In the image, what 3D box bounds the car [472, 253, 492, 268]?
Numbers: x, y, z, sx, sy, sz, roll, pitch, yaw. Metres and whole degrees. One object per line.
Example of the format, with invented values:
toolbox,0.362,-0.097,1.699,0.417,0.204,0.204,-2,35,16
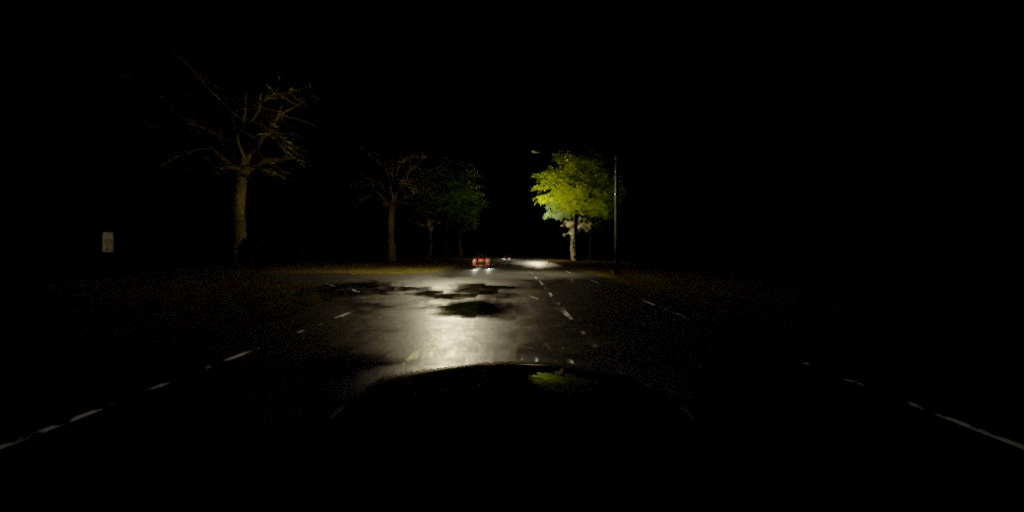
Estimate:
car,-3.505,0.495,42.322,2.097,1.767,4.553,0,1,0
